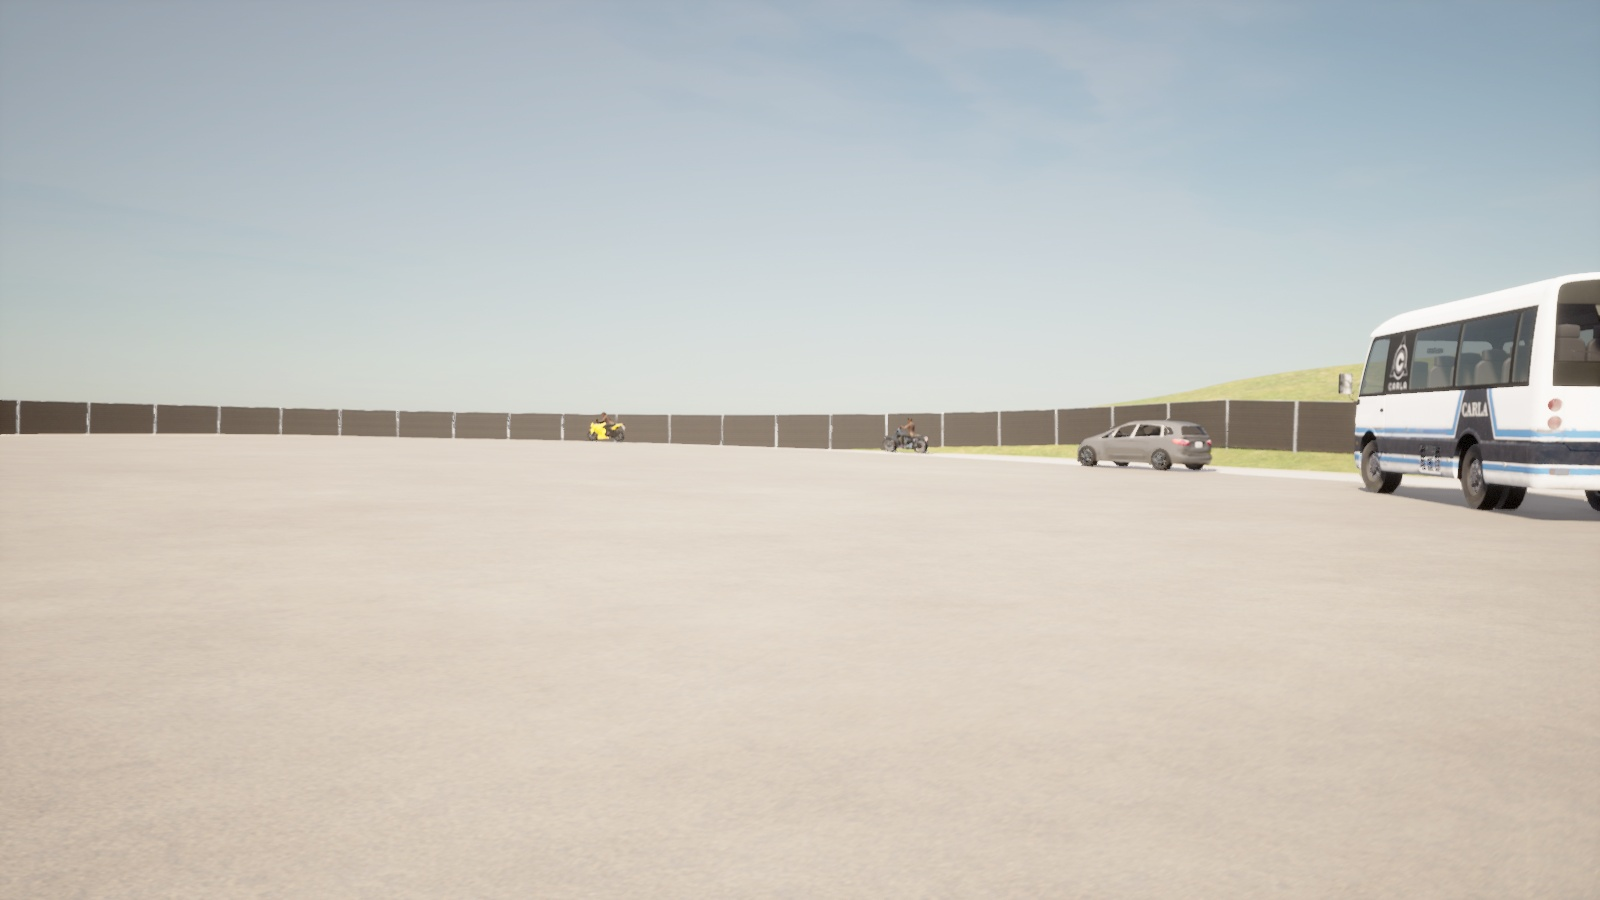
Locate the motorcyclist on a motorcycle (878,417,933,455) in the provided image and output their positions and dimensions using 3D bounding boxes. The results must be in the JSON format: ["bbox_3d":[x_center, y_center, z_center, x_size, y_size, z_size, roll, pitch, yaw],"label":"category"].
[{"bbox_3d":[4.690,-0.644,55.919,2.350,1.649,0.766,2,2,39],"label":"motorcyclist on a motorcycle"}]

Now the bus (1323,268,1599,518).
[{"bbox_3d":[14.624,-1.064,26.380,3.944,4.253,10.273,1,1,7],"label":"bus"}]

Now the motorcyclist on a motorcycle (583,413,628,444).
[{"bbox_3d":[-9.728,-1.083,62.835,2.044,1.523,0.797,2,1,14],"label":"motorcyclist on a motorcycle"}]

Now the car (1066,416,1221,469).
[{"bbox_3d":[11.706,-0.298,43.043,2.242,1.667,4.611,0,2,-40],"label":"car"}]
